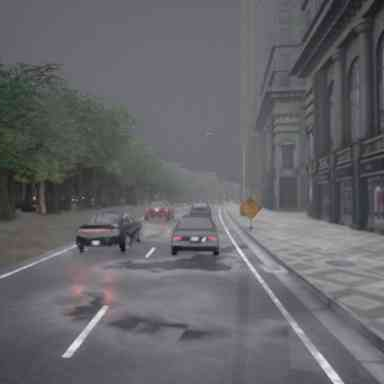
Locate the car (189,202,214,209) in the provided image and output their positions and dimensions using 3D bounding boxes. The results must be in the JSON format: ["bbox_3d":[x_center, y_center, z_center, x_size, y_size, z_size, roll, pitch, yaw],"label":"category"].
[{"bbox_3d":[0.791,1.653,28.907,1.837,1.490,4.892,0,0,3],"label":"car"}]

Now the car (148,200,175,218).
[{"bbox_3d":[-2.718,1.500,28.891,2.097,1.767,4.553,0,0,3],"label":"car"}]

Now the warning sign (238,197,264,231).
[{"bbox_3d":[3.349,1.234,19.011,1.300,1.860,1.060,-2,-2,2],"label":"warning sign"}]

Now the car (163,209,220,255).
[{"bbox_3d":[0.161,1.647,13.780,2.033,1.411,5.357,0,0,2],"label":"car"}]

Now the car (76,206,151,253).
[{"bbox_3d":[-3.325,1.595,14.171,2.128,1.511,4.902,0,0,2],"label":"car"}]
